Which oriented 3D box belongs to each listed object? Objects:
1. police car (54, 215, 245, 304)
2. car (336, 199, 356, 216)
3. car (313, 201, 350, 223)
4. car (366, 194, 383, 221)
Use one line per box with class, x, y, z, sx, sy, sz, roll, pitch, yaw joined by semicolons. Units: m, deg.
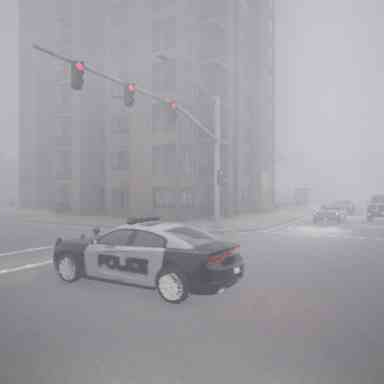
police car;-1.300;1.423;8.205;5.238;1.638;1.930;0;0;30
car;15.181;1.497;33.281;1.837;1.490;4.892;0;0;30
car;10.492;1.595;25.231;1.895;1.301;4.718;0;0;30
car;15.314;1.215;26.521;2.150;2.045;5.566;0;0;31
